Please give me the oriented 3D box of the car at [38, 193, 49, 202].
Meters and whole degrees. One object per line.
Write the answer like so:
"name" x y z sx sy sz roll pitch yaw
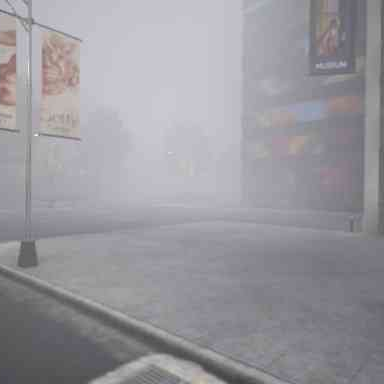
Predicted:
"car" -22.660 0.793 54.403 1.837 1.490 4.892 1 1 42

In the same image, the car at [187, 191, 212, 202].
"car" 1.645 1.031 59.224 1.837 1.490 4.892 1 1 41

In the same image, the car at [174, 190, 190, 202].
"car" -0.960 0.699 61.555 2.150 2.045 5.566 1 1 41

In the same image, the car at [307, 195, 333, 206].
"car" 19.276 1.218 50.021 2.161 1.482 4.786 1 1 41

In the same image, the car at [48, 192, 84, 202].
"car" -19.594 0.939 52.615 1.895 1.301 4.718 1 1 41

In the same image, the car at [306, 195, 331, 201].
"car" 14.330 1.167 38.134 2.002 1.452 4.674 1 1 41
